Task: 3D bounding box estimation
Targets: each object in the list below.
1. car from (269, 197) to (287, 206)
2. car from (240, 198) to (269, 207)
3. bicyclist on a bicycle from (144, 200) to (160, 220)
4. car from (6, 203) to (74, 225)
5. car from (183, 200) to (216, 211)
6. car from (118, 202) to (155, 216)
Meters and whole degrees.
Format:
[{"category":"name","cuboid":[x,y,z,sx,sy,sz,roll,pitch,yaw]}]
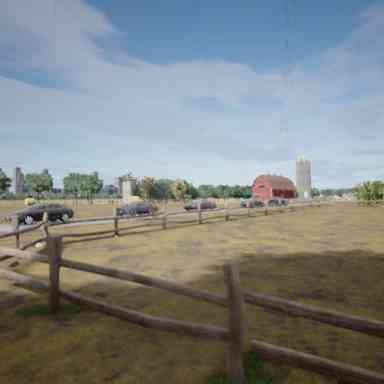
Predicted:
[{"category":"car","cuboid":[14.571,1.623,56.671,1.837,1.490,4.892,-2,-2,35]},{"category":"car","cuboid":[8.871,1.617,48.554,2.033,1.411,5.357,-2,-1,36]},{"category":"bicyclist on a bicycle","cuboid":[-3.162,1.427,26.298,1.656,1.620,0.582,0,0,35]},{"category":"car","cuboid":[-11.342,1.612,25.101,1.837,1.490,4.892,-2,-1,35]},{"category":"car","cuboid":[1.078,1.684,42.571,2.033,1.411,5.357,-2,-1,36]},{"category":"car","cuboid":[-5.603,1.685,33.179,1.994,1.385,4.181,-2,-1,35]}]
